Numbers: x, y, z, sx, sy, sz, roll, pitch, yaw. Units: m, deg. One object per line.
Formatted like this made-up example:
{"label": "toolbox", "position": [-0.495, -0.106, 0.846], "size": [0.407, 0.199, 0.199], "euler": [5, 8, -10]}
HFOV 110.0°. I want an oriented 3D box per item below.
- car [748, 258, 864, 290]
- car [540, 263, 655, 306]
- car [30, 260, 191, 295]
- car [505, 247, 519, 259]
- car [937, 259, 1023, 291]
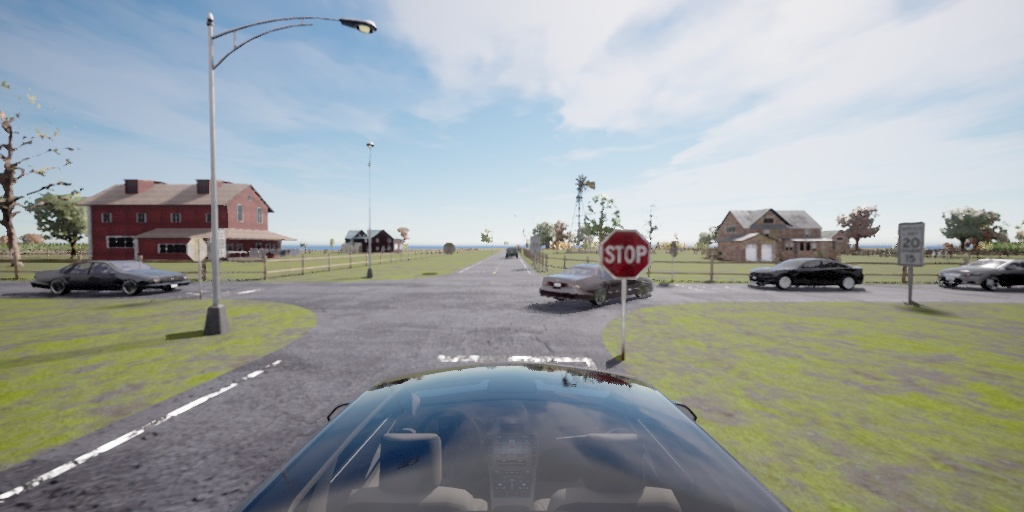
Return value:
{"label": "car", "position": [14.817, 0.845, 18.227], "size": [5.008, 1.535, 1.882], "euler": [0, 2, 0]}
{"label": "car", "position": [3.427, 0.990, 13.804], "size": [5.357, 1.411, 2.033], "euler": [-1, 2, -42]}
{"label": "car", "position": [-17.248, 0.888, 15.524], "size": [5.357, 1.411, 2.033], "euler": [0, 2, 0]}
{"label": "car", "position": [0.002, -0.634, 62.411], "size": [2.150, 2.045, 5.566], "euler": [0, 2, 0]}
{"label": "car", "position": [24.667, 0.899, 18.150], "size": [4.902, 1.511, 2.128], "euler": [0, 2, 1]}
